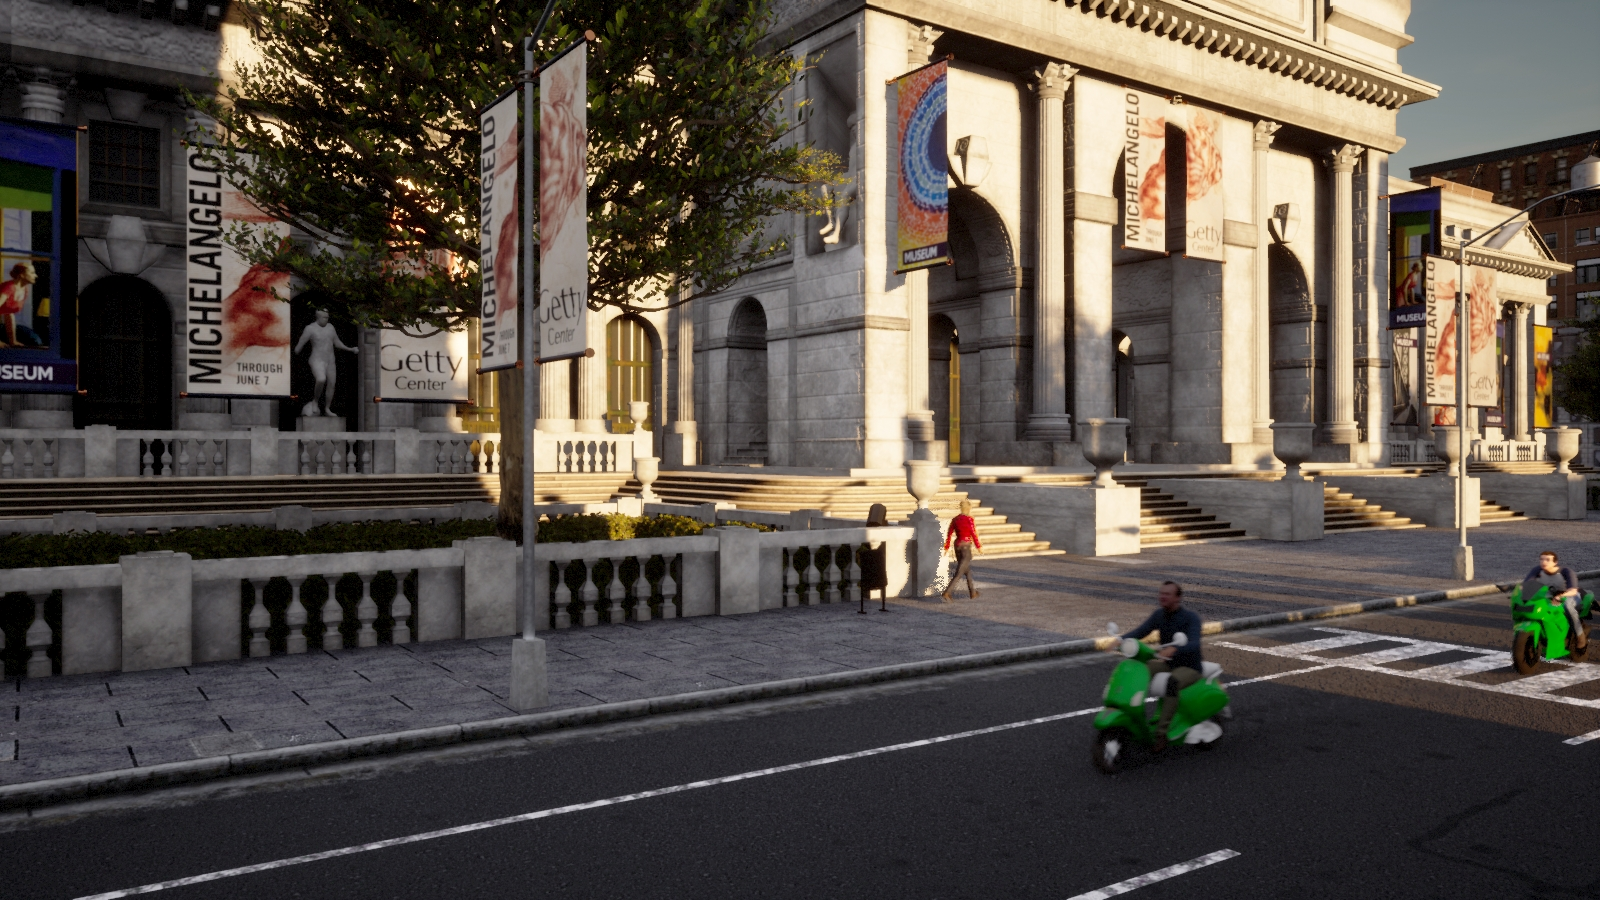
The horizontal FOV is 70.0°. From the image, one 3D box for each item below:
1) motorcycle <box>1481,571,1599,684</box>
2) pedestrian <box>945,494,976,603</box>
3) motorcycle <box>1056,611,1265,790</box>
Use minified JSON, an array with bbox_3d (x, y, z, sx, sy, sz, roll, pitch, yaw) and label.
[{"bbox_3d":[9.583,2.213,14.535,2.033,1.145,0.803,0,0,-34],"label":"motorcycle"},{"bbox_3d":[2.790,1.696,19.846,0.375,1.860,0.375,0,0,-44],"label":"pedestrian"},{"bbox_3d":[3.255,2.182,10.260,1.805,1.236,0.856,0,0,-34],"label":"motorcycle"}]
